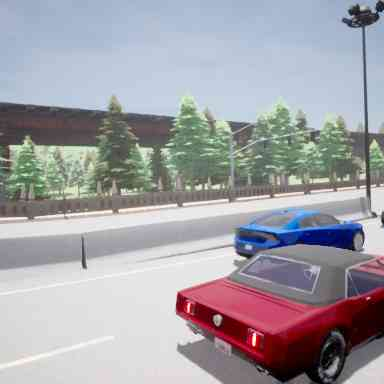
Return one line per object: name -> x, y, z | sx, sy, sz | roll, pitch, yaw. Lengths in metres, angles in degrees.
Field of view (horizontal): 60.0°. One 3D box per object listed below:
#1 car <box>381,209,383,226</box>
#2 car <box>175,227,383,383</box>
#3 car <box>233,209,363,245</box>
car -> 10.847, 0.878, 15.882 | 4.181, 1.385, 1.994 | -4, 2, -36
car -> 2.176, 1.539, 5.322 | 4.718, 1.301, 1.895 | -2, 1, -36
car -> 3.561, 1.282, 10.631 | 5.008, 1.535, 1.882 | -3, 2, -36
